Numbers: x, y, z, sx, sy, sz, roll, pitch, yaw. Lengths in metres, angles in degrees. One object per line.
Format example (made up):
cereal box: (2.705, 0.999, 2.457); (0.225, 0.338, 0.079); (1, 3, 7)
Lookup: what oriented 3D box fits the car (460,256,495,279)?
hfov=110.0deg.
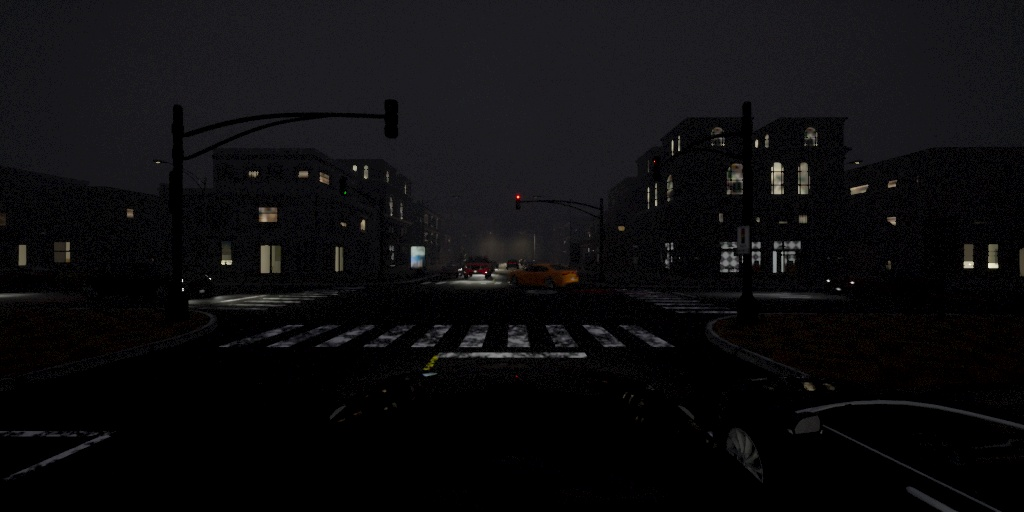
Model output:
car: (-3.118, 0.974, 33.533); (2.150, 2.045, 5.566); (0, 0, 1)

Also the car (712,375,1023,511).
car: (2.691, 1.300, 1.594); (2.007, 1.370, 4.403); (0, 0, 0)

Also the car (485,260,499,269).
car: (-3.094, 1.320, 55.736); (1.994, 1.385, 4.181); (0, 0, 0)

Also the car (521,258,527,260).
car: (2.679, 1.309, 61.593); (2.007, 1.370, 4.403); (0, 0, 0)

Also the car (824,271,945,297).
car: (19.640, 1.460, 19.101); (4.718, 1.301, 1.895); (0, 0, 1)

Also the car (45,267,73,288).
car: (-25.458, 1.195, 22.373); (4.829, 1.417, 1.751); (0, 0, 1)

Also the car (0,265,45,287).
car: (-30.824, 1.228, 22.455); (4.207, 1.307, 1.802); (0, 0, 1)

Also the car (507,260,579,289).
car: (1.937, 1.228, 23.131); (1.882, 1.535, 5.008); (-2, 1, -44)

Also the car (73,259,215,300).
car: (-16.484, 1.028, 16.481); (4.553, 1.767, 2.097); (0, 0, 0)

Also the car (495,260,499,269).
car: (-3.102, 1.245, 43.953); (2.128, 1.511, 4.902); (0, 0, 1)

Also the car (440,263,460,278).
car: (-5.696, 1.335, 33.995); (1.802, 1.307, 4.207); (0, 0, 0)
